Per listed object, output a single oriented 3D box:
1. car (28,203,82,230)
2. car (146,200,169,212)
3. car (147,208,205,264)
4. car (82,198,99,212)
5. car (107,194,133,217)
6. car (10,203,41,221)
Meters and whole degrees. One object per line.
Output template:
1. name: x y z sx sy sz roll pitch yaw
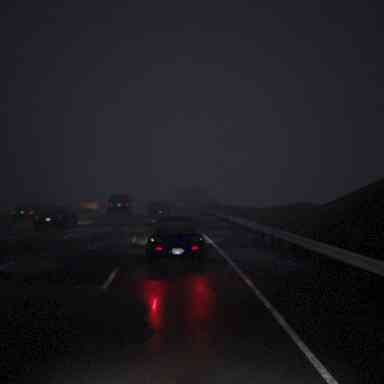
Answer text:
1. car: -8.772 1.597 21.682 1.994 1.385 4.181 0 0 -8
2. car: -3.111 1.501 30.614 2.128 1.511 4.902 0 0 -10
3. car: -0.615 1.527 11.839 1.812 1.442 4.674 0 0 -5
4. car: -12.351 1.522 40.380 1.882 1.535 5.008 0 0 -13
5. car: -6.819 1.245 31.538 2.150 2.045 5.566 0 0 -11
6. car: -13.154 1.596 27.394 2.033 1.411 5.357 0 0 -10
